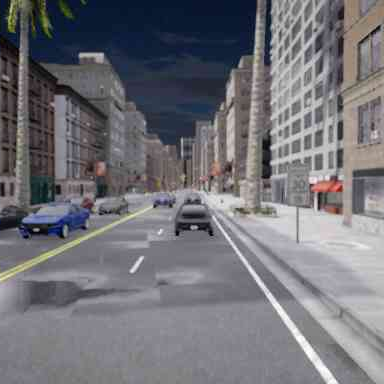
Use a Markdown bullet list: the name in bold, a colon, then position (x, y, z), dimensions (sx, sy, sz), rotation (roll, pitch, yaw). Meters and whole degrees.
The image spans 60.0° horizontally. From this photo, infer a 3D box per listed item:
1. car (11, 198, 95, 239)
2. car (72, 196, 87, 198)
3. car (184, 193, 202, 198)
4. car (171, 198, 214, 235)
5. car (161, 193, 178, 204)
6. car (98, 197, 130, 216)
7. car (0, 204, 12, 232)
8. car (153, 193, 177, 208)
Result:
- **car**: position (-6.598, 1.309, 16.607), dimensions (1.882, 1.535, 5.008), rotation (0, 1, 0)
- **car**: position (-9.839, 1.172, 28.485), dimensions (1.882, 1.535, 5.008), rotation (0, 1, 0)
- **car**: position (0.097, 0.865, 40.764), dimensions (2.097, 1.767, 4.553), rotation (0, 1, 0)
- **car**: position (0.098, 1.308, 17.280), dimensions (1.837, 1.490, 4.892), rotation (0, 1, 0)
- **car**: position (-3.251, 0.920, 48.597), dimensions (2.128, 1.511, 4.902), rotation (0, 1, 0)
- **car**: position (-6.591, 1.188, 28.461), dimensions (1.837, 1.490, 4.892), rotation (0, 1, 0)
- **car**: position (-9.847, 1.367, 16.617), dimensions (1.812, 1.442, 4.674), rotation (0, 1, 0)
- **car**: position (-3.253, 0.904, 38.398), dimensions (2.097, 1.767, 4.553), rotation (0, 1, 0)
